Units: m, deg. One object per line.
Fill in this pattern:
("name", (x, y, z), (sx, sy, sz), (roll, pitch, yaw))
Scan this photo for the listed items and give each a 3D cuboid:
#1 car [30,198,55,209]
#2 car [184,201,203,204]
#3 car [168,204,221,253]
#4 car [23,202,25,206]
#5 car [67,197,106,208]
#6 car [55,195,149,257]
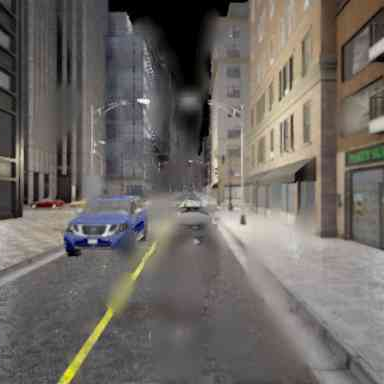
("car", (-19.866, 1.552, 45.683), (4.507, 1.381, 1.887), (-1, 0, 0))
("car", (0.089, 1.377, 24.974), (2.128, 1.511, 4.902), (0, 0, 0))
("car", (0.096, 1.444, 13.444), (1.837, 1.490, 4.892), (0, 0, 0))
("car", (-25.660, 1.590, 45.648), (4.829, 1.417, 1.752), (-1, 0, 0))
("car", (-14.412, 1.478, 45.716), (4.829, 1.417, 1.752), (-1, 0, 0))
("car", (-3.036, 1.165, 12.992), (2.150, 2.045, 5.566), (0, 0, 0))
